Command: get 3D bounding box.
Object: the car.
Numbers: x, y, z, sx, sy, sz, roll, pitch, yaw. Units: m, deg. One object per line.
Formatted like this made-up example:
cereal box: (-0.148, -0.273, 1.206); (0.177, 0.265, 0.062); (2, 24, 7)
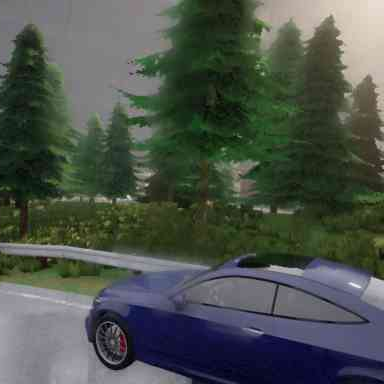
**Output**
car: (0.788, 1.499, 4.077); (4.674, 1.442, 1.812); (1, 1, 31)
